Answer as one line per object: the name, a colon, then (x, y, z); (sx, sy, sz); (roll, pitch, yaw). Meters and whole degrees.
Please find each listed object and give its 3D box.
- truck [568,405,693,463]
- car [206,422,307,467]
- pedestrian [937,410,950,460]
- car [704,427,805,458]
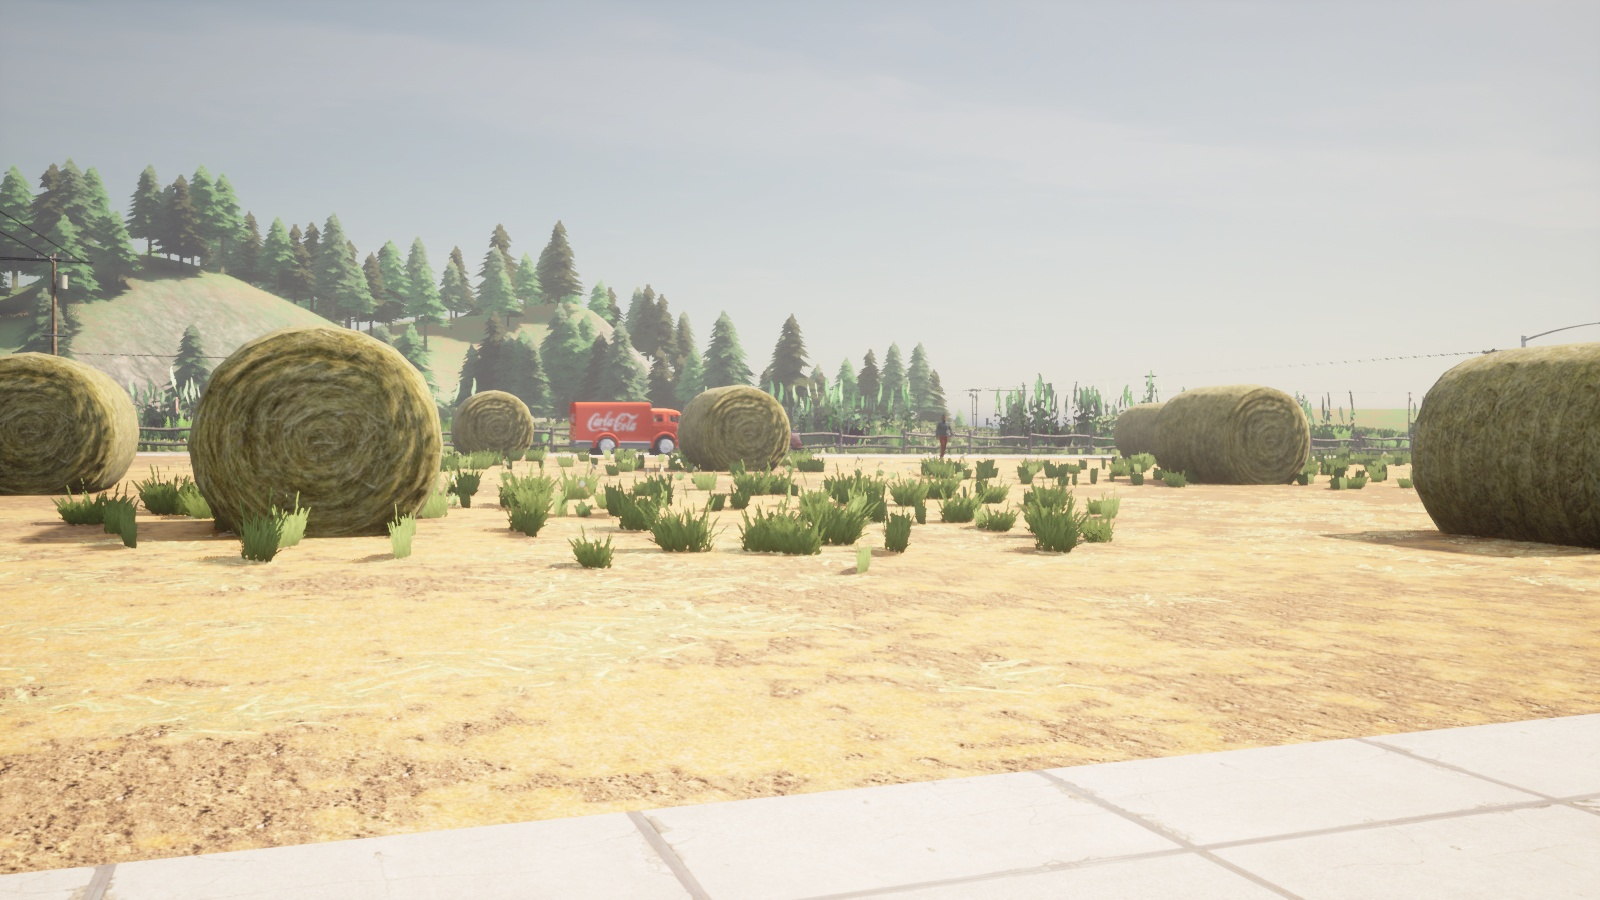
truck: (-7.680, -0.742, 56.718); (5.204, 2.467, 2.627); (-1, 1, -17)
car: (-23.927, -0.253, 55.423); (3.866, 1.878, 1.905); (-1, 1, -17)
pedestrian: (5.350, -0.554, 46.866); (0.353, 1.847, 0.614); (-1, 1, -7)
car: (-2.265, -0.397, 62.039); (4.674, 1.442, 1.812); (-1, 1, -17)
